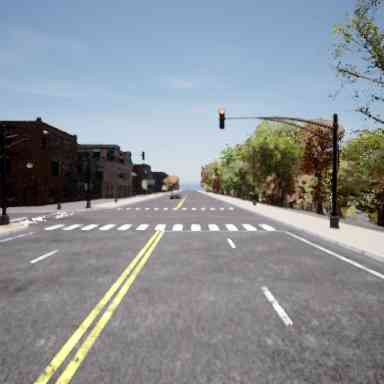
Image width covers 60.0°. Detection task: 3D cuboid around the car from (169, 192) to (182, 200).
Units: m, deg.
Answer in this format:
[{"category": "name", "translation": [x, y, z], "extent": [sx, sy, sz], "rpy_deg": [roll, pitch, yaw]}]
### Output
[{"category": "car", "translation": [-3.393, 0.896, 65.950], "extent": [1.994, 1.385, 4.181], "rpy_deg": [0, 1, 0]}]

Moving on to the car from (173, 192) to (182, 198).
[{"category": "car", "translation": [-3.443, 0.746, 79.527], "extent": [2.033, 1.411, 5.357], "rpy_deg": [0, 1, 0]}]
